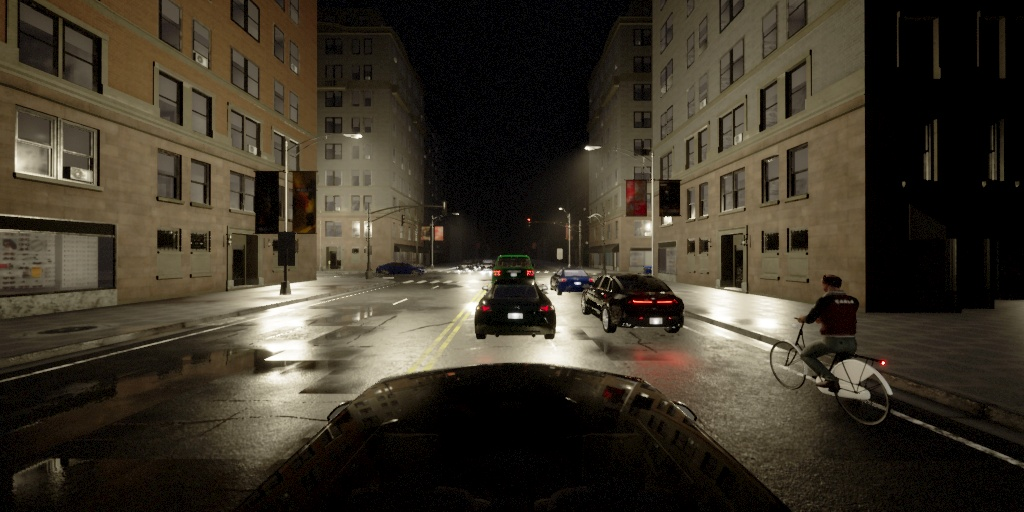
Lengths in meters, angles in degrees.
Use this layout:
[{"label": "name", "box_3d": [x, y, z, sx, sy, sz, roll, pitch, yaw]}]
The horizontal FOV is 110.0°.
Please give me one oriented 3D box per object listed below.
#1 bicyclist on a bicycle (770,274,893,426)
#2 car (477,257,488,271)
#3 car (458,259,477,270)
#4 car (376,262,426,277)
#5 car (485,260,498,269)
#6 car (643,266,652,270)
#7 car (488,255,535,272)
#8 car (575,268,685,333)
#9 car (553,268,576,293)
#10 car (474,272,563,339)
[{"label": "bicyclist on a bicycle", "box_3d": [4.139, 1.121, 4.846, 0.659, 1.776, 1.843, 0, 0, 0]}, {"label": "car", "box_3d": [-3.404, 1.258, 51.017, 2.128, 1.511, 4.902, 0, 0, 0]}, {"label": "car", "box_3d": [-6.652, 1.293, 52.273, 1.812, 1.442, 4.674, 0, 0, 0]}, {"label": "car", "box_3d": [-10.698, 1.271, 34.741, 4.674, 1.442, 1.812, 0, 0, 0]}, {"label": "car", "box_3d": [-3.403, 1.370, 60.282, 1.895, 1.301, 4.718, 0, 0, 0]}, {"label": "car", "box_3d": [16.358, 1.290, 37.613, 5.008, 1.535, 1.882, 0, 0, 0]}, {"label": "car", "box_3d": [0.077, 0.975, 19.466, 2.150, 2.045, 5.566, 0, 0, 0]}, {"label": "car", "box_3d": [3.335, 1.256, 10.720, 1.837, 1.490, 4.892, 0, 0, 0]}, {"label": "car", "box_3d": [3.226, 1.317, 19.616, 1.994, 1.385, 4.181, 0, 0, 0]}, {"label": "car", "box_3d": [0.086, 1.315, 10.053, 1.994, 1.385, 4.181, 0, 0, 0]}]
